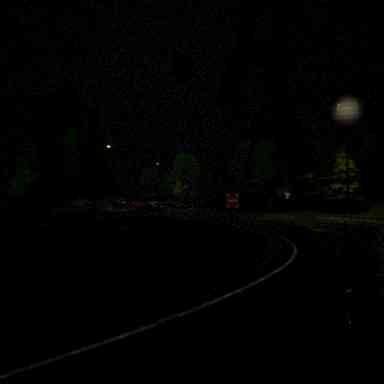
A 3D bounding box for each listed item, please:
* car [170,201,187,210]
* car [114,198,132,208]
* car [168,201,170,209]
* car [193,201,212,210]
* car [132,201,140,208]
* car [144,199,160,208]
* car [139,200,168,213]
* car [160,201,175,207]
[{"bbox_3d":[-2.704,2.521,60.419,1.895,1.301,4.718,0,-1,-24],"label":"car"},{"bbox_3d":[-15.005,2.369,70.558,2.150,2.045,5.566,0,-1,-24],"label":"car"},{"bbox_3d":[-6.205,2.408,59.676,1.882,1.535,5.008,0,-1,-24],"label":"car"},{"bbox_3d":[1.785,2.350,58.956,1.882,1.535,5.008,0,-1,-24],"label":"car"},{"bbox_3d":[-12.046,2.709,72.497,1.994,1.385,4.181,0,-1,-24],"label":"car"},{"bbox_3d":[-8.946,2.517,74.124,2.097,1.767,4.553,0,-1,-24],"label":"car"},{"bbox_3d":[-5.872,2.337,50.361,2.033,1.411,5.357,0,-1,-24],"label":"car"},{"bbox_3d":[-5.686,2.757,75.407,1.895,1.301,4.718,0,-1,-24],"label":"car"}]
